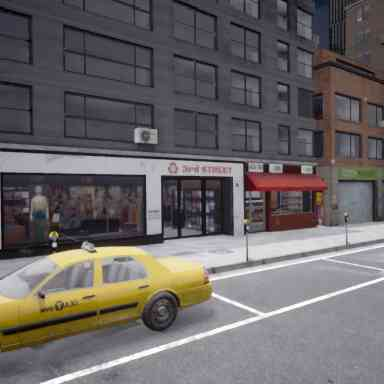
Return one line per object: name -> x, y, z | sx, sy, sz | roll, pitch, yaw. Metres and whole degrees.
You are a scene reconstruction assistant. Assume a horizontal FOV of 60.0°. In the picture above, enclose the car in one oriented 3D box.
car -> -1.912, 1.525, 5.295 | 4.829, 1.417, 1.752 | 0, -1, -35
